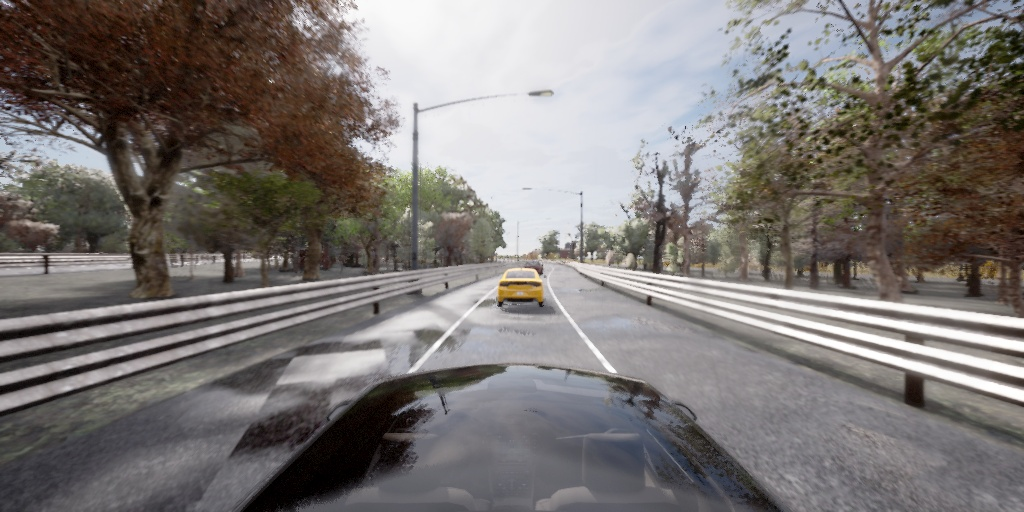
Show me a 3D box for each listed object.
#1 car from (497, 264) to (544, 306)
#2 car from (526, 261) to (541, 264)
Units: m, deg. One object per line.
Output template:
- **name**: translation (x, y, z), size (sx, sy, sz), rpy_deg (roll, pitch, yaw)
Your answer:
- **car**: translation (0.434, 1.299, 16.320), size (1.882, 1.535, 5.008), rpy_deg (0, 0, 3)
- **car**: translation (2.439, 1.314, 40.010), size (2.097, 1.767, 4.553), rpy_deg (0, 0, 7)
